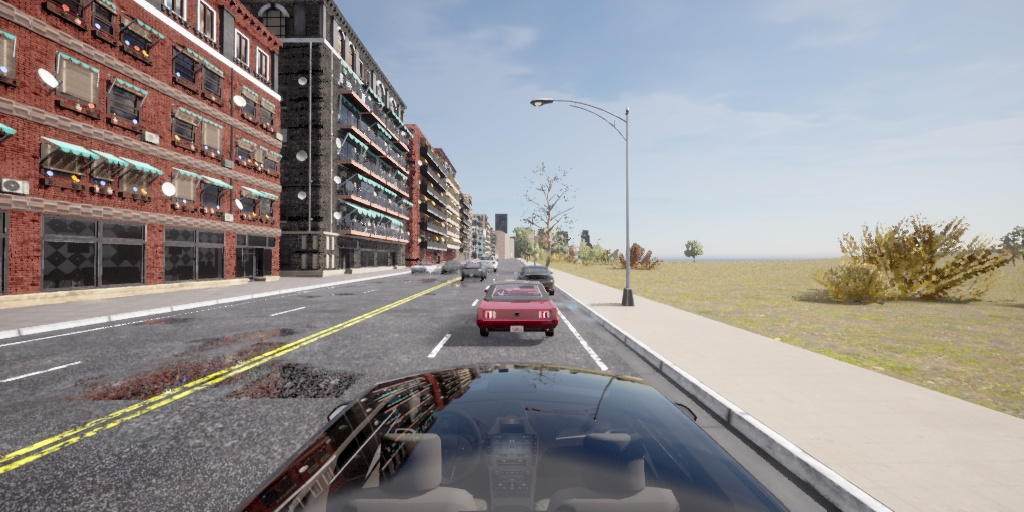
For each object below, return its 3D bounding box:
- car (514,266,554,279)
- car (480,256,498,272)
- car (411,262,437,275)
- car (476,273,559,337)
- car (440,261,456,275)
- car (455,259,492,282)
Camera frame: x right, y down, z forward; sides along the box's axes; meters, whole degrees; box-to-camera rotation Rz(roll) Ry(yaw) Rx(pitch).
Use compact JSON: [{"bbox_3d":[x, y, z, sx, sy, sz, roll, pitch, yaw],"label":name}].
[{"bbox_3d":[1.205,1.257,19.478,1.837,1.490,4.892,0,0,0],"label":"car"},{"bbox_3d":[-2.978,0.972,45.447,2.150,2.045,5.566,0,0,0],"label":"car"},{"bbox_3d":[-9.704,1.352,39.586,1.895,1.301,4.718,0,0,0],"label":"car"},{"bbox_3d":[0.131,1.352,10.277,1.895,1.301,4.718,0,0,0],"label":"car"},{"bbox_3d":[-6.457,1.256,38.794,1.837,1.490,4.892,0,0,0],"label":"car"},{"bbox_3d":[-3.041,1.244,29.542,2.128,1.511,4.902,0,0,0],"label":"car"}]
